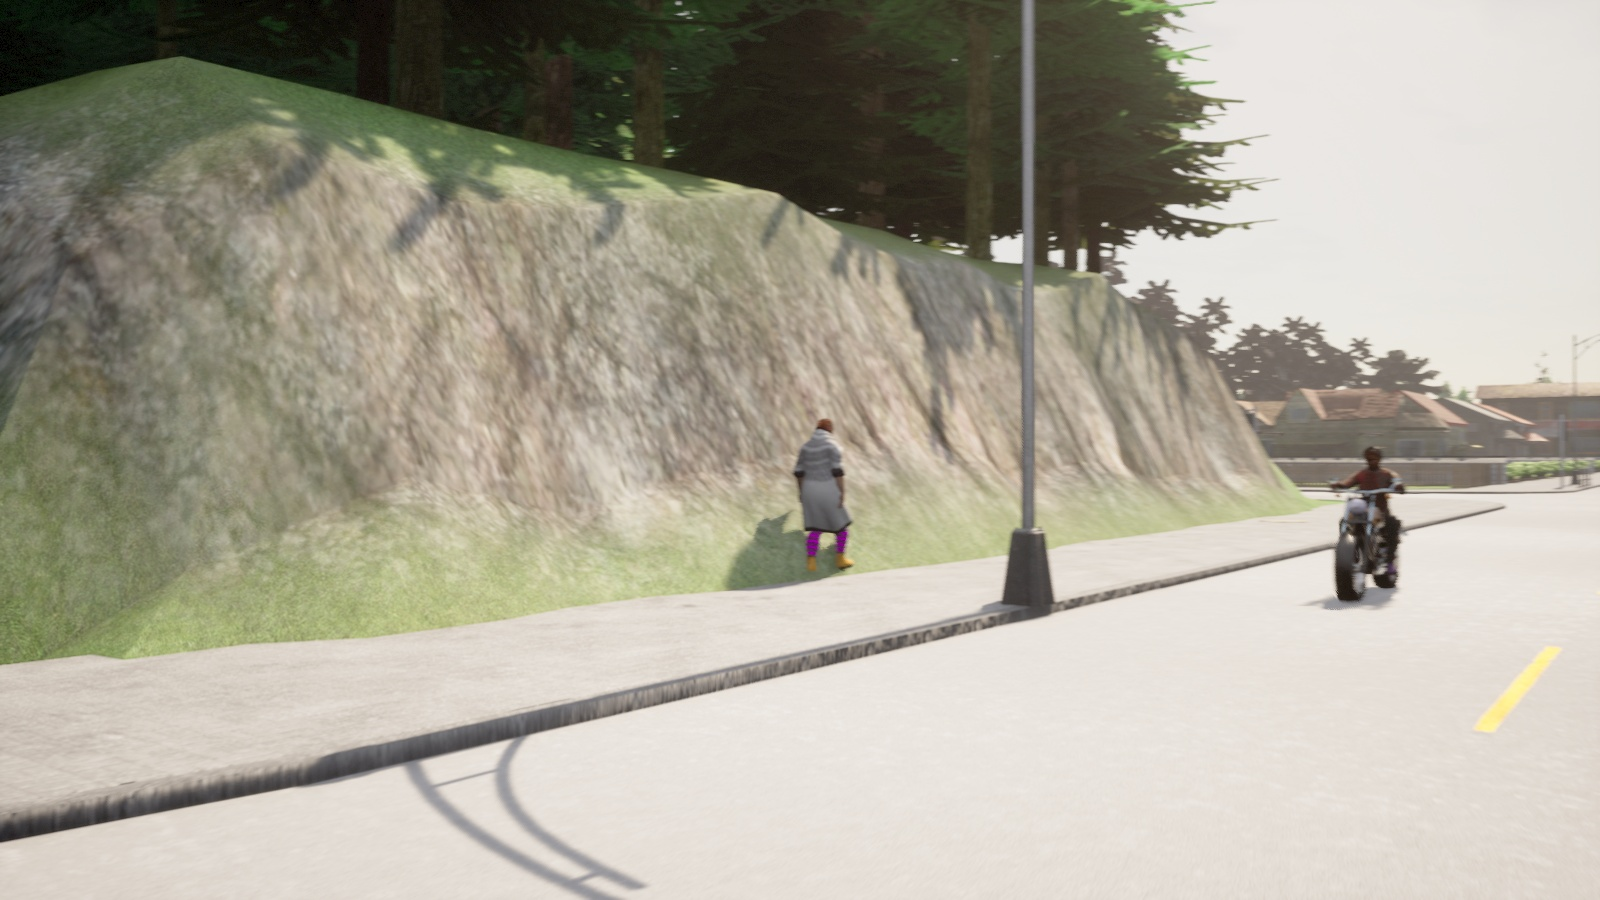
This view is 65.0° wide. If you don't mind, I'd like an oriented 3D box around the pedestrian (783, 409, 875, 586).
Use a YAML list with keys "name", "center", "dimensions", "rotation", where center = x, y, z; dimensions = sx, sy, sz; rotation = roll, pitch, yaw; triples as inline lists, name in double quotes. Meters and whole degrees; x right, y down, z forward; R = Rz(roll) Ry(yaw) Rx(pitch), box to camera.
- name: "pedestrian"
  center: [0.337, 0.524, 14.407]
  dimensions: [0.659, 1.952, 0.873]
  rotation: [0, 0, 36]

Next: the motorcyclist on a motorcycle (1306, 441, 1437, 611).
- name: "motorcyclist on a motorcycle"
  center: [6.111, 0.737, 13.336]
  dimensions: [0.766, 1.649, 2.350]
  rotation: [0, 0, 37]
